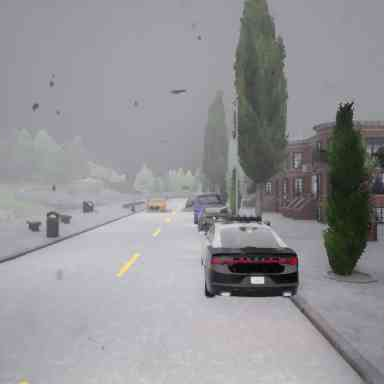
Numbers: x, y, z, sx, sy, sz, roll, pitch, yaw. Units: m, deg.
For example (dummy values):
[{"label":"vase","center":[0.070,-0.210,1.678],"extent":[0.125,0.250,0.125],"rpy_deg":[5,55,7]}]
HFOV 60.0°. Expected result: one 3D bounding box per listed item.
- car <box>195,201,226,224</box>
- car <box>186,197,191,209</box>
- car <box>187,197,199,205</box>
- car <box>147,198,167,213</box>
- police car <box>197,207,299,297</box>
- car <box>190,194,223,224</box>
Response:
[{"label":"car","center":[1.238,1.505,18.618],"extent":[1.837,1.490,4.892],"rpy_deg":[0,0,0]},{"label":"car","center":[0.115,1.601,46.190],"extent":[1.895,1.301,4.718],"rpy_deg":[0,0,1]},{"label":"car","center":[0.125,1.564,58.925],"extent":[1.994,1.385,4.181],"rpy_deg":[0,0,0]},{"label":"car","center":[-3.921,1.477,37.551],"extent":[1.882,1.535,5.008],"rpy_deg":[0,0,0]},{"label":"police car","center":[1.218,1.425,8.729],"extent":[1.930,1.638,5.238],"rpy_deg":[0,0,0]},{"label":"car","center":[1.191,1.174,24.649],"extent":[2.150,2.045,5.566],"rpy_deg":[-3,0,0]}]
